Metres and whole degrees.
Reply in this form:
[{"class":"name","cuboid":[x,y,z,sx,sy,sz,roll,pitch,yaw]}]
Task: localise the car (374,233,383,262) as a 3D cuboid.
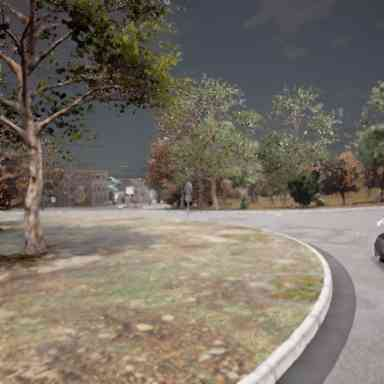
[{"class":"car","cuboid":[6.335,1.464,8.825,1.994,1.385,4.181,-1,0,17]}]
